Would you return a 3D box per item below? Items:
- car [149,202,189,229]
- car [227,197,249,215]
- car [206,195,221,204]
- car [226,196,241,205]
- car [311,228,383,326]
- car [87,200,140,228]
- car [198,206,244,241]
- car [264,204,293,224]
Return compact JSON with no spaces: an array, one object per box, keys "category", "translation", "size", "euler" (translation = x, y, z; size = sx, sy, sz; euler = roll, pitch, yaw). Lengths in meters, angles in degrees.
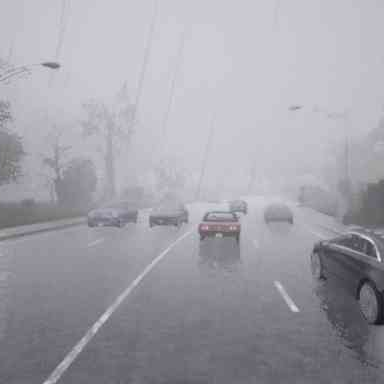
[{"category":"car","translation":[-1.421,1.465,22.110],"size":[1.882,1.535,5.008],"euler":[0,0,10]},{"category":"car","translation":[4.888,1.559,34.927],"size":[2.033,1.411,5.357],"euler":[0,0,13]},{"category":"car","translation":[4.087,1.348,61.765],"size":[2.097,1.767,4.553],"euler":[0,0,15]},{"category":"car","translation":[7.812,1.561,62.170],"size":[2.033,1.411,5.357],"euler":[0,0,15]},{"category":"car","translation":[3.997,1.505,6.997],"size":[2.128,1.511,4.902],"euler":[0,0,4]},{"category":"car","translation":[-5.017,1.324,21.710],"size":[2.097,1.767,4.553],"euler":[0,0,9]},{"category":"car","translation":[1.497,1.603,16.797],"size":[1.895,1.301,4.718],"euler":[0,0,8]},{"category":"car","translation":[6.439,1.587,25.036],"size":[1.994,1.385,4.181],"euler":[0,0,11]}]
